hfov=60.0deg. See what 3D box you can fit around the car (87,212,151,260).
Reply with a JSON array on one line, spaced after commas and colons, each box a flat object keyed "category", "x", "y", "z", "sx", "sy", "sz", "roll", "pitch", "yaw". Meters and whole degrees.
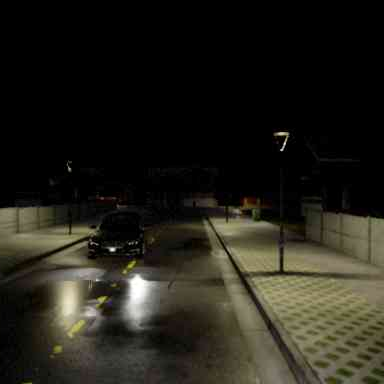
[{"category": "car", "x": -2.674, "y": 1.576, "z": 12.852, "sx": 1.837, "sy": 1.490, "sz": 4.892, "roll": 0, "pitch": 0, "yaw": -4}]
